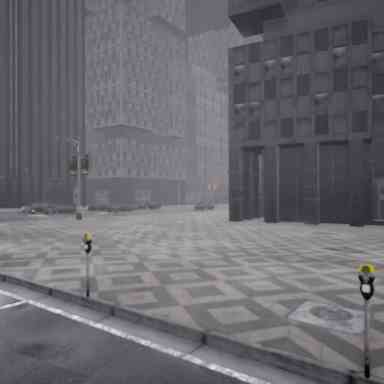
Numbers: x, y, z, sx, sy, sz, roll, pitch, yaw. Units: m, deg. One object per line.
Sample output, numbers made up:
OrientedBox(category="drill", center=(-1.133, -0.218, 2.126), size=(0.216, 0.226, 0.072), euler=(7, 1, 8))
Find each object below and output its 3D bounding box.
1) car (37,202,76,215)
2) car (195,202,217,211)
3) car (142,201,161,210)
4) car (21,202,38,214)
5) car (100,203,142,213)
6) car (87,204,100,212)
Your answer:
OrientedBox(category="car", center=(-16.546, 2.134, 41.671), size=(1.994, 1.385, 4.181), euler=(0, -1, 35))
OrientedBox(category="car", center=(2.379, 2.487, 56.576), size=(1.837, 1.490, 4.892), euler=(0, -2, 36))
OrientedBox(category="car", center=(-7.660, 2.436, 59.554), size=(1.882, 1.535, 5.008), euler=(0, -1, 36))
OrientedBox(category="car", center=(-19.531, 2.064, 43.065), size=(2.128, 1.511, 4.902), euler=(0, -1, 36))
OrientedBox(category="car", center=(-10.584, 2.312, 49.970), size=(2.033, 1.411, 5.357), euler=(0, -1, 36))
OrientedBox(category="car", center=(-13.669, 2.364, 51.243), size=(1.895, 1.301, 4.718), euler=(0, -1, 36))
